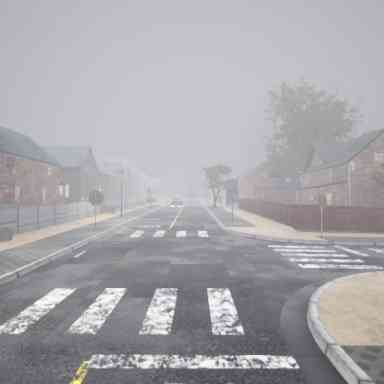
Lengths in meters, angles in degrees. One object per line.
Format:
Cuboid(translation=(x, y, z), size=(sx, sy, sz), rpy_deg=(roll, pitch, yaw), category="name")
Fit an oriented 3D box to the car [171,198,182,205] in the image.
Cuboid(translation=(-2.743, 1.687, 60.253), size=(1.994, 1.385, 4.181), rpy_deg=(0, 0, 0), category="car")
